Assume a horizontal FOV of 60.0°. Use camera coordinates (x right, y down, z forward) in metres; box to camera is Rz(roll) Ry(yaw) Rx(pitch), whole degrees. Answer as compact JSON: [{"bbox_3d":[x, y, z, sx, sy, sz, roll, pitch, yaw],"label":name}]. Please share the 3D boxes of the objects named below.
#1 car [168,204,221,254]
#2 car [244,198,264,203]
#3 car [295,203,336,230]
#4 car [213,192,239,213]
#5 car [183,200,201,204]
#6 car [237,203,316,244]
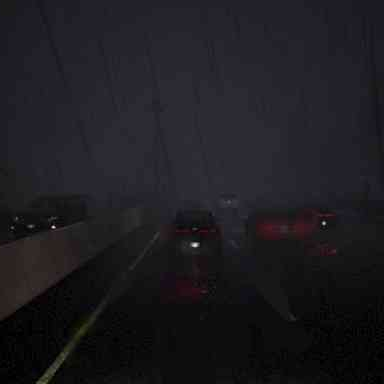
[{"bbox_3d":[0.095,1.443,13.166,1.837,1.490,4.892,0,0,0],"label":"car"},{"bbox_3d":[6.878,1.353,36.936,1.812,1.442,4.674,0,0,-3],"label":"car"},{"bbox_3d":[7.097,1.410,20.298,1.837,1.490,4.892,0,0,0],"label":"car"},{"bbox_3d":[3.500,1.058,34.934,2.150,2.045,5.566,0,0,-2],"label":"car"},{"bbox_3d":[0.018,1.440,34.330,1.895,1.301,4.718,0,0,-1],"label":"car"},{"bbox_3d":[3.598,1.476,15.307,2.033,1.411,5.357,0,0,0],"label":"car"}]
